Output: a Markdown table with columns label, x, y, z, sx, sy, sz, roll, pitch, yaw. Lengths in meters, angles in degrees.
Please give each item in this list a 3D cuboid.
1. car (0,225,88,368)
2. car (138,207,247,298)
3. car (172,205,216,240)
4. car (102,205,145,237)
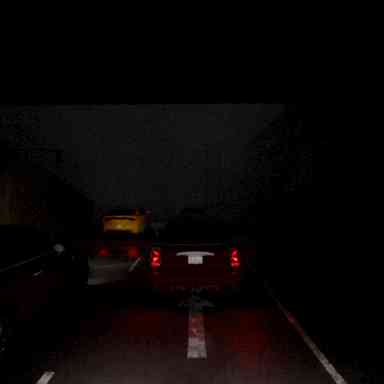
| label | x | y | z | sx | sy | sz | roll | pitch | yaw |
| --- | --- | --- | --- | --- | --- | --- | --- | --- | --- |
| car | -3.427 | 1.346 | 5.788 | 2.097 | 1.767 | 4.553 | 0 | 0 | 0 |
| car | 0.074 | 1.343 | 8.630 | 2.097 | 1.767 | 4.553 | 0 | 0 | 0 |
| car | 0.085 | 1.529 | 18.157 | 2.033 | 1.411 | 5.357 | 0 | 0 | 0 |
| car | -3.416 | 1.460 | 18.050 | 1.882 | 1.535 | 5.008 | 0 | 0 | 0 |
